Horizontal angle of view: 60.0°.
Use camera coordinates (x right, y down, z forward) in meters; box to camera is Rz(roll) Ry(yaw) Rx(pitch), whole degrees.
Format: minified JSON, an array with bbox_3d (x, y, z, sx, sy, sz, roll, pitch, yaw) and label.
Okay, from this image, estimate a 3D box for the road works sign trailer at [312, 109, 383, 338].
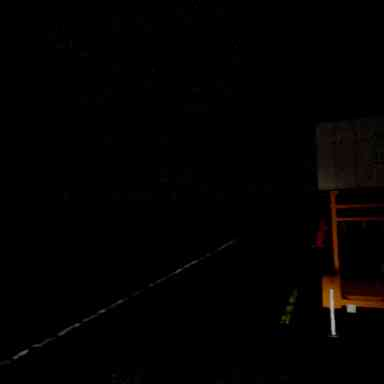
[{"bbox_3d":[3.520,0.337,5.950,2.380,3.560,2.880,-3,-1,23],"label":"road works sign trailer"}]
